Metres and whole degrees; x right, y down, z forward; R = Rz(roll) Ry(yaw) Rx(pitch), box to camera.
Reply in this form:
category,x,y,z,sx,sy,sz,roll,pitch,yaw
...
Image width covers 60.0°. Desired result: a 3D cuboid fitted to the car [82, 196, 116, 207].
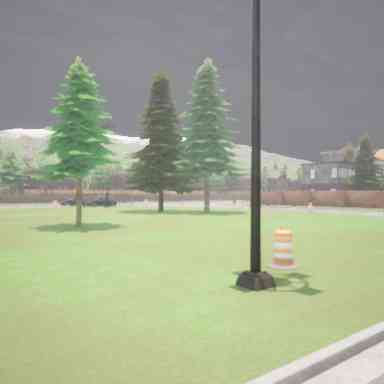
category,x,y,z,sx,sy,sz,roll,pitch,yaw
car,-14.279,1.424,52.174,4.553,1.767,2.097,0,0,-33

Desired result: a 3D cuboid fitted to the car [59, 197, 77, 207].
category,x,y,z,sx,sy,sz,roll,pitch,yaw
car,-18.739,1.566,53.386,4.892,1.490,1.837,0,0,-35
